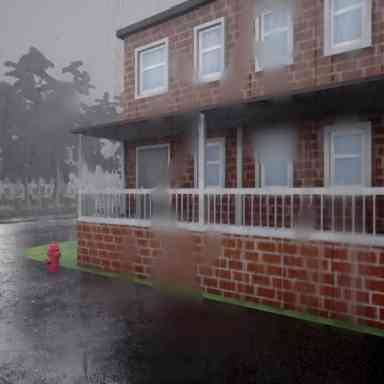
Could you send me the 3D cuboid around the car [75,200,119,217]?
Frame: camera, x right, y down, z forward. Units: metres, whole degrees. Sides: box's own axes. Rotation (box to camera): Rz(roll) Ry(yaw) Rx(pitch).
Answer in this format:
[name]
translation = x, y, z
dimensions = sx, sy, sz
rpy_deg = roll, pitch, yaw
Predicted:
[car]
translation = -7.610, 1.505, 28.483
dimensions = 1.837, 1.490, 4.892
rpy_deg = 0, 0, 36
